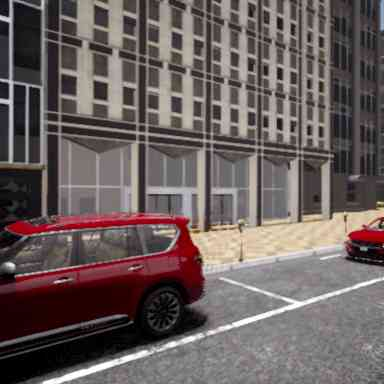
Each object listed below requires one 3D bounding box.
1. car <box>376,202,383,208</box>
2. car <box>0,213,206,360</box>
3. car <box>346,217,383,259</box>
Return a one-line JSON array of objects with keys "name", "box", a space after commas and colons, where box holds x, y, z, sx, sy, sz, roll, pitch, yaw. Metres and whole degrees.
[{"name": "car", "box": [23.343, 1.432, 44.412, 1.752, 1.417, 4.829, 0, 0, -36]}, {"name": "car", "box": [-2.070, 1.314, 5.076, 5.009, 1.841, 2.192, 0, 0, -35]}, {"name": "car", "box": [7.194, 1.534, 11.684, 4.507, 1.381, 1.887, 0, 0, -35]}]
